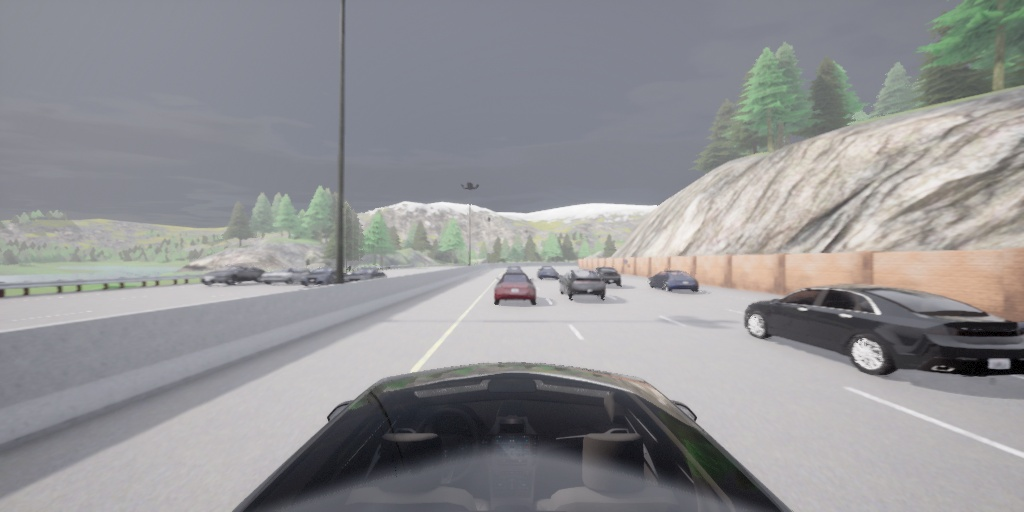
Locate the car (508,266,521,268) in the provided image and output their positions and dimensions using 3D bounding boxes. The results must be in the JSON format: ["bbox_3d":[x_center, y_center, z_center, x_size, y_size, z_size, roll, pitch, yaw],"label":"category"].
[{"bbox_3d":[0.214,1.701,36.280,2.033,1.411,5.357,0,-1,0],"label":"car"}]

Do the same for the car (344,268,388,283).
[{"bbox_3d":[-10.490,1.550,26.003,1.994,1.385,4.181,0,-1,1],"label":"car"}]

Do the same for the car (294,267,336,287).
[{"bbox_3d":[-13.978,1.548,27.086,1.994,1.385,4.181,0,-1,1],"label":"car"}]

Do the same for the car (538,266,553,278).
[{"bbox_3d":[3.722,1.757,38.346,1.994,1.385,4.181,0,-1,0],"label":"car"}]

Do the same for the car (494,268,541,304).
[{"bbox_3d":[0.147,1.501,17.752,1.994,1.385,4.181,0,-1,0],"label":"car"}]

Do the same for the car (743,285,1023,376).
[{"bbox_3d":[7.110,1.356,7.653,1.837,1.490,4.892,0,-1,0],"label":"car"}]

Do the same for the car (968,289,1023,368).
[{"bbox_3d":[10.599,1.381,4.851,2.033,1.411,5.357,0,-1,0],"label":"car"}]

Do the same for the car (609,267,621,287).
[{"bbox_3d":[7.186,1.597,28.309,1.837,1.490,4.892,0,-1,0],"label":"car"}]

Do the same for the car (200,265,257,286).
[{"bbox_3d":[-20.976,1.447,27.251,2.128,1.511,4.902,0,-1,1],"label":"car"}]

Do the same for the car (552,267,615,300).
[{"bbox_3d":[3.652,1.464,19.261,2.128,1.511,4.902,0,-1,0],"label":"car"}]

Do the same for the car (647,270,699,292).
[{"bbox_3d":[10.670,1.621,24.019,1.994,1.385,4.181,0,-1,0],"label":"car"}]

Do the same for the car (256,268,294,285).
[{"bbox_3d":[-17.461,1.584,28.444,1.895,1.301,4.718,0,-1,1],"label":"car"}]
